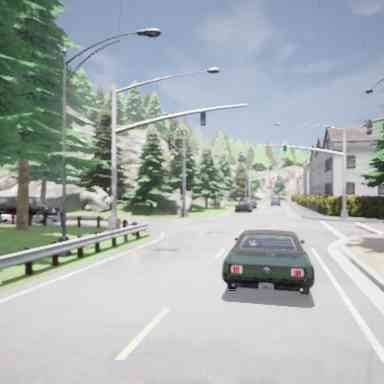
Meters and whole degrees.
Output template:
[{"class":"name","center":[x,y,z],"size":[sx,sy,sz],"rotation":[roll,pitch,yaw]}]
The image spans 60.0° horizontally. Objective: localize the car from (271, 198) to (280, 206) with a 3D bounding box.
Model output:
[{"class":"car","center":[15.976,1.934,63.610],"size":[2.033,1.411,5.357],"rotation":[0,0,15]}]

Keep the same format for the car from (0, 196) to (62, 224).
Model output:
[{"class":"car","center":[-12.968,1.353,26.373],"size":[5.566,2.045,2.150],"rotation":[0,0,14]}]

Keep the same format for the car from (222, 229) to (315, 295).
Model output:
[{"class":"car","center":[2.062,1.656,8.945],"size":[1.895,1.301,4.718],"rotation":[0,0,14]}]

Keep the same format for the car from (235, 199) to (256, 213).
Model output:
[{"class":"car","center":[6.422,1.842,41.082],"size":[1.895,1.301,4.718],"rotation":[0,0,14]}]
